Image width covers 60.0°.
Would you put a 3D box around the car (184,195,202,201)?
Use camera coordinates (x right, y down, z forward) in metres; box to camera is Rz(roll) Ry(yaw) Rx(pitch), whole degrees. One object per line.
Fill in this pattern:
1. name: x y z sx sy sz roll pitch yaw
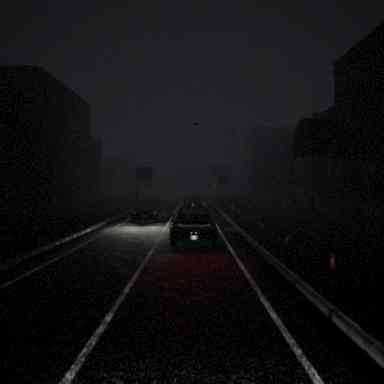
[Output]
1. car: 0.087 0.971 36.676 1.895 1.301 4.718 0 1 0

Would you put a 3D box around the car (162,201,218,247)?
1. car: 0.079 1.413 14.638 2.128 1.511 4.902 0 1 0

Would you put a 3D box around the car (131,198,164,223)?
1. car: -3.007 1.195 23.390 1.882 1.535 5.008 0 2 0
